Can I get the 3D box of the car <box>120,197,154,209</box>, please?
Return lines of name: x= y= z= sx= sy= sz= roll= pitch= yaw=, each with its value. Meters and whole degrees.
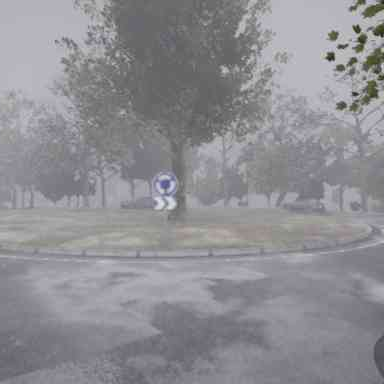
car: x=-5.753 y=1.282 z=39.393 sx=5.357 sy=1.411 sz=2.033 roll=0 pitch=0 yaw=-11

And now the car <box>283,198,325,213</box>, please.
car: x=11.228 y=1.337 z=33.568 sx=1.994 sy=1.385 sz=4.181 roll=0 pitch=1 yaw=-34
